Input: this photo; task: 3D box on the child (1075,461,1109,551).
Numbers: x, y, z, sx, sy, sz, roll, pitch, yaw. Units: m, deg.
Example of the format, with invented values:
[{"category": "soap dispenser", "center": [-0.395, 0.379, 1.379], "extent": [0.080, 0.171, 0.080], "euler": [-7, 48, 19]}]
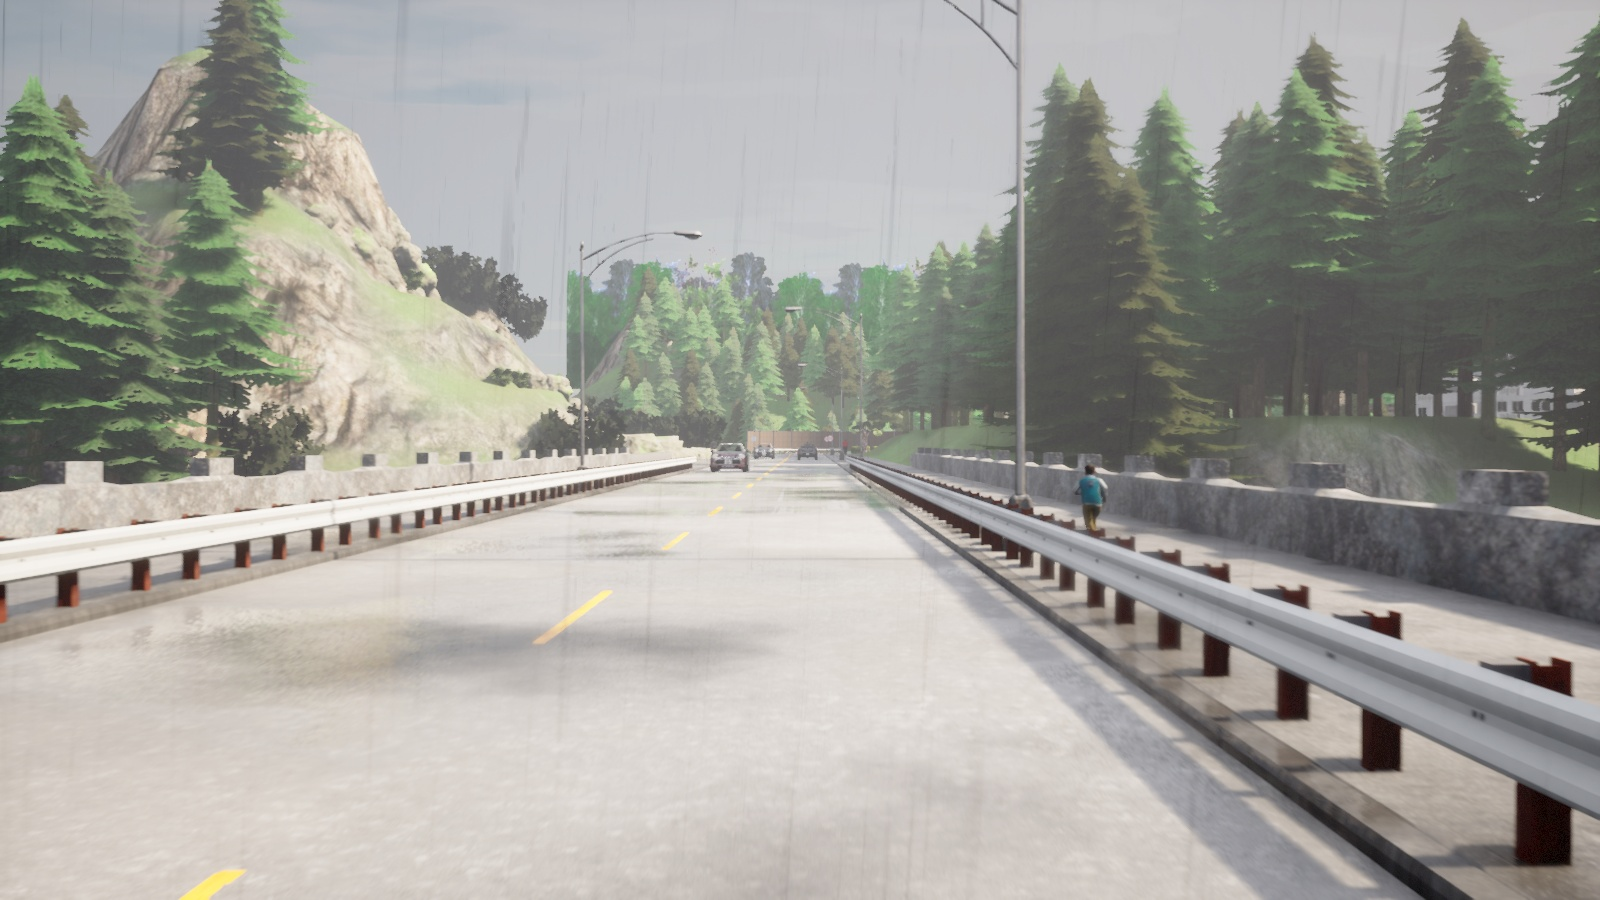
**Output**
[{"category": "child", "center": [3.918, 0.744, 16.865], "extent": [0.343, 1.192, 0.448], "euler": [0, 0, 1]}]

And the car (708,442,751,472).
[{"category": "car", "center": [-3.601, 0.346, 64.374], "extent": [1.970, 1.475, 3.806], "euler": [0, 0, 0]}]
